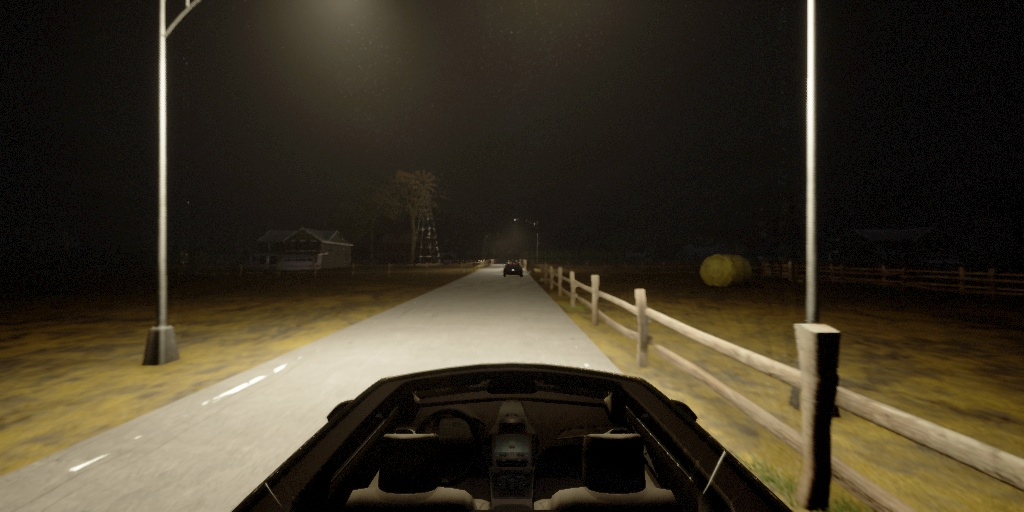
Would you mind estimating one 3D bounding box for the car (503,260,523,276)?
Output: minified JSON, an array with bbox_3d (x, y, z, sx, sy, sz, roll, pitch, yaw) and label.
[{"bbox_3d":[0.111,1.347,37.084,1.994,1.385,4.181,0,0,0],"label":"car"}]
